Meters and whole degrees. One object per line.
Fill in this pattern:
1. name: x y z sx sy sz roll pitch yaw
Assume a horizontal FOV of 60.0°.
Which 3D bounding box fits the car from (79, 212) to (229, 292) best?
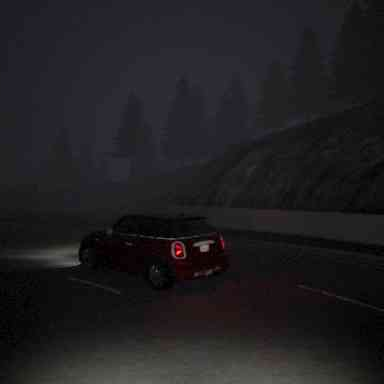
1. car: -1.258 1.348 9.300 4.553 1.767 2.097 0 0 43
